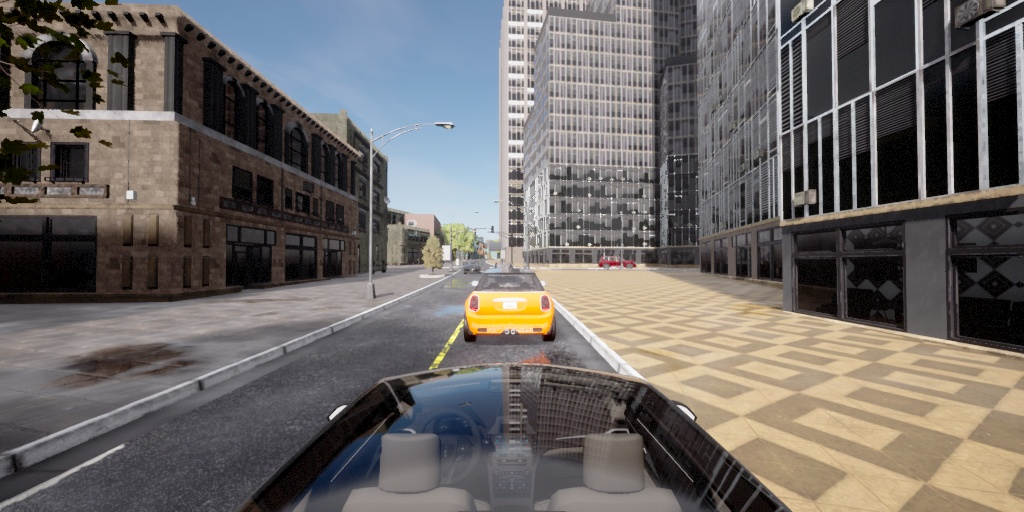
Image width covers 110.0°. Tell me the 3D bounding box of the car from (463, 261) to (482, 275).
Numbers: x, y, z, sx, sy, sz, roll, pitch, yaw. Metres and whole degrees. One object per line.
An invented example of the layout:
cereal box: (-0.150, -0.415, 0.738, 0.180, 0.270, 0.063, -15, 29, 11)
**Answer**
car: (-4.297, 1.262, 39.292, 1.837, 1.490, 4.892, 0, -1, -4)

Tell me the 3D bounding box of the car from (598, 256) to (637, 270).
car: (14.172, 0.952, 48.440, 5.009, 1.841, 2.192, 0, 0, 15)

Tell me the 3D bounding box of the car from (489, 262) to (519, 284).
car: (-0.707, 1.248, 27.985, 2.128, 1.511, 4.902, 0, 0, -3)

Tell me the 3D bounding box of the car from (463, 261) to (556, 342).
car: (-0.085, 1.104, 9.962, 2.097, 1.767, 4.553, 0, 0, -1)
